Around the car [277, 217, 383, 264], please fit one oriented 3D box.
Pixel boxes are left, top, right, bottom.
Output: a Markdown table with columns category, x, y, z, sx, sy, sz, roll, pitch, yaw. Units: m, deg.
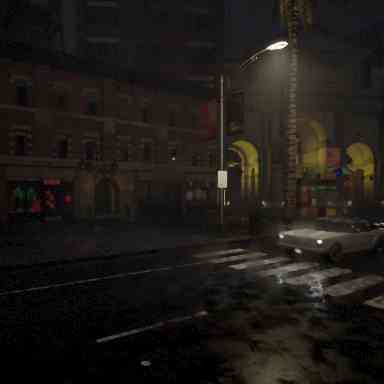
| category | x | y | z | sx | sy | sz | roll | pitch | yaw |
| --- | --- | --- | --- | --- | --- | --- | --- | --- | --- |
| car | 5.234 | 1.601 | 12.020 | 4.718 | 1.301 | 1.895 | 0 | 0 | -35 |
